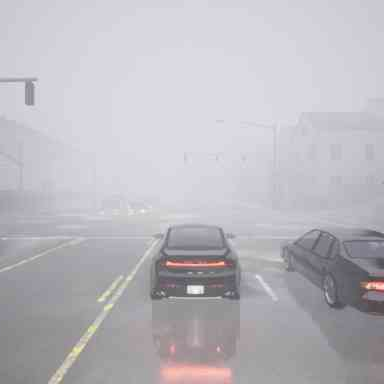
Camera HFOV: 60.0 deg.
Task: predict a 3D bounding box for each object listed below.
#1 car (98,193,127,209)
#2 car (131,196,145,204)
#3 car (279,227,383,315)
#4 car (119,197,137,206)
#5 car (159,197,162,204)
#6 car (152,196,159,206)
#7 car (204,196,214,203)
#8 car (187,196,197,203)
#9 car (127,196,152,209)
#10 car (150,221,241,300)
[{"bbox_3d":[-10.596,1.221,44.950,2.150,2.045,5.566,0,0,0],"label":"car"},{"bbox_3d":[-10.527,1.504,65.388,1.837,1.490,4.892,0,0,0],"label":"car"},{"bbox_3d":[3.576,1.547,7.808,2.033,1.411,5.357,0,0,0],"label":"car"},{"bbox_3d":[-10.582,1.547,55.196,2.033,1.411,5.357,0,0,0],"label":"car"},{"bbox_3d":[-7.032,1.547,65.030,2.033,1.411,5.357,0,0,1],"label":"car"},{"bbox_3d":[-7.085,1.504,54.619,1.837,1.490,4.892,0,0,0],"label":"car"},{"bbox_3d":[3.505,1.545,69.150,2.033,1.411,5.357,0,0,0],"label":"car"},{"bbox_3d":[0.007,1.547,69.151,2.033,1.411,5.357,0,0,0],"label":"car"},{"bbox_3d":[-7.094,1.477,45.164,1.882,1.535,5.008,0,0,0],"label":"car"},{"bbox_3d":[0.076,1.505,8.384,1.837,1.490,4.892,0,0,0],"label":"car"}]
